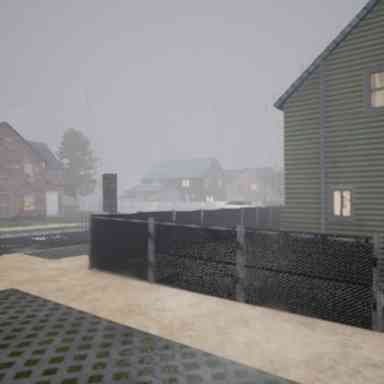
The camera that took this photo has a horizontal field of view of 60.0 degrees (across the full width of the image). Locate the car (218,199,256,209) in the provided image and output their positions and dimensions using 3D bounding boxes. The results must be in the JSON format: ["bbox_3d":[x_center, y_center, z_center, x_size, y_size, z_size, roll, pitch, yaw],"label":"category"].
[{"bbox_3d":[4.829,1.781,35.194,2.150,2.045,5.566,-1,-1,36],"label":"car"}]
